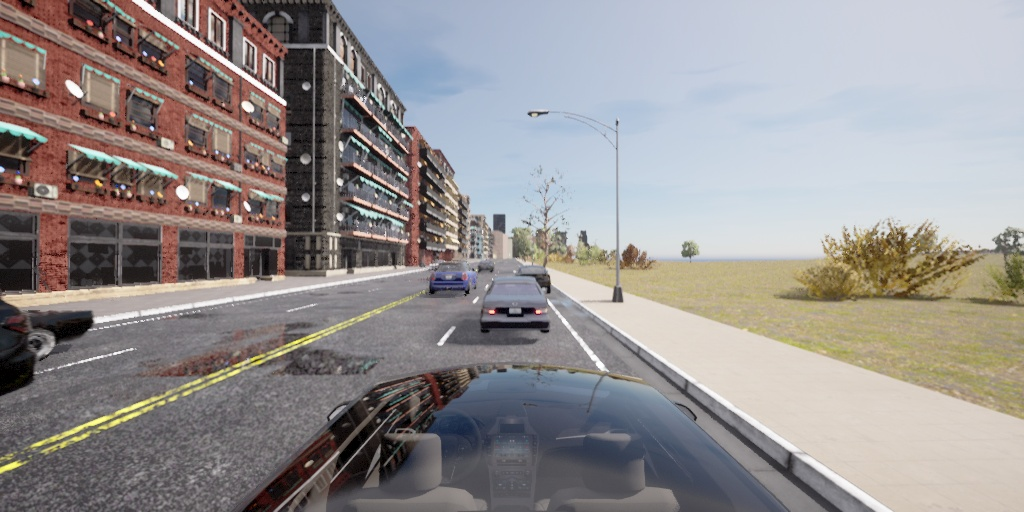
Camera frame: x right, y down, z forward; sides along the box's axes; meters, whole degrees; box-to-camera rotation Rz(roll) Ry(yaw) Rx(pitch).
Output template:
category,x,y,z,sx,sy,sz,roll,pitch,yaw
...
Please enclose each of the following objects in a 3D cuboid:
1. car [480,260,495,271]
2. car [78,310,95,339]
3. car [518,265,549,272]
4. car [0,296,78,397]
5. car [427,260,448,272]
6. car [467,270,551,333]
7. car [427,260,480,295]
category,x,y,z,sx,sy,sz,roll,pitch,yaw
car,-3.220,1.266,45.268,2.128,1.511,4.902,0,0,0
car,-9.854,1.353,5.379,1.895,1.301,4.718,0,0,0
car,1.108,1.241,20.496,1.882,1.535,5.008,0,0,0
car,-6.601,0.971,1.753,2.150,2.045,5.566,0,0,0
car,-9.922,1.302,47.847,1.812,1.442,4.674,0,0,0
car,0.090,1.304,10.732,2.033,1.411,5.357,0,0,0
car,-3.180,1.114,20.141,2.097,1.767,4.553,0,0,0
